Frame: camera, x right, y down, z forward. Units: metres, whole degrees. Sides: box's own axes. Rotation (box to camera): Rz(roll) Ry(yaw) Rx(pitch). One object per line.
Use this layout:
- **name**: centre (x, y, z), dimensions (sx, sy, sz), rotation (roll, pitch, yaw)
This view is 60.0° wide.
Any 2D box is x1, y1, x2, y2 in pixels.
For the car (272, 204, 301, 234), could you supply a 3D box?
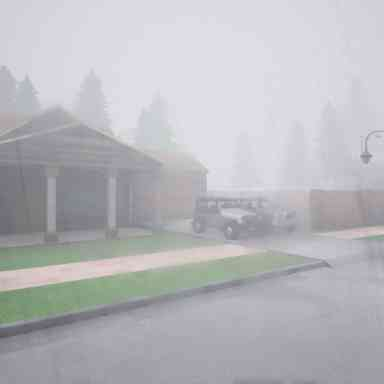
- **car**: centre (3.423, 1.179, 17.757), dimensions (1.932, 1.855, 4.605), rotation (0, 0, -36)

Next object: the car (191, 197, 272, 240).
- **car**: centre (1.603, 1.180, 15.979), dimensions (1.905, 1.878, 3.866), rotation (0, 0, -36)
